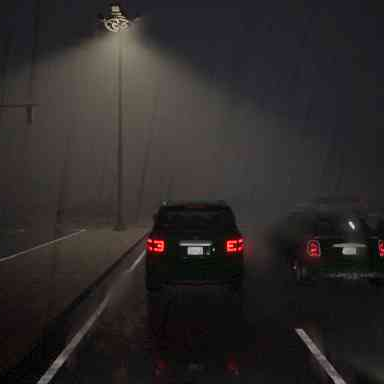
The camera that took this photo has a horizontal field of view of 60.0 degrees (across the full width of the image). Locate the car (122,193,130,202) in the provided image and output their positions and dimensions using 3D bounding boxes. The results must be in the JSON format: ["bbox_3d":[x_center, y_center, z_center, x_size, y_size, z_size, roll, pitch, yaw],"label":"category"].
[{"bbox_3d":[-15.099,1.225,71.887,2.150,2.045,5.566,0,0,0],"label":"car"}]

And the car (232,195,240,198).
[{"bbox_3d":[3.736,1.478,40.408,1.882,1.535,5.008,-1,0,-15],"label":"car"}]

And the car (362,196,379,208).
[{"bbox_3d":[7.066,1.221,8.772,2.150,2.045,5.566,0,0,0],"label":"car"}]

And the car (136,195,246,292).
[{"bbox_3d":[0.067,1.221,9.075,2.150,2.045,5.566,0,0,0],"label":"car"}]

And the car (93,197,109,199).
[{"bbox_3d":[-15.162,1.564,53.238,1.994,1.385,4.181,0,0,0],"label":"car"}]

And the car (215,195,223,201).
[{"bbox_3d":[6.927,1.500,85.832,1.837,1.490,4.892,0,0,1],"label":"car"}]

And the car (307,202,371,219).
[{"bbox_3d":[12.808,1.601,29.162,4.718,1.301,1.895,0,0,1],"label":"car"}]

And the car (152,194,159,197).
[{"bbox_3d":[-8.141,1.547,62.932,2.033,1.411,5.357,0,0,1],"label":"car"}]

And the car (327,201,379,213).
[{"bbox_3d":[17.431,1.601,36.114,4.718,1.301,1.895,0,0,1],"label":"car"}]

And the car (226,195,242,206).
[{"bbox_3d":[6.986,1.352,55.592,2.097,1.767,4.553,0,0,0],"label":"car"}]

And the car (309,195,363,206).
[{"bbox_3d":[10.491,1.224,25.496,5.566,2.045,2.150,0,0,-1],"label":"car"}]

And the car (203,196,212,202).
[{"bbox_3d":[3.406,1.596,74.566,1.895,1.301,4.718,0,0,0],"label":"car"}]

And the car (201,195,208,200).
[{"bbox_3d":[3.623,1.540,95.489,2.033,1.411,5.357,0,0,1],"label":"car"}]

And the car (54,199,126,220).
[{"bbox_3d":[-8.666,1.547,28.124,5.357,1.411,2.033,0,0,-4],"label":"car"}]

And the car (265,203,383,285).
[{"bbox_3d":[3.566,1.352,9.645,2.097,1.767,4.553,0,0,0],"label":"car"}]

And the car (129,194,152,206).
[{"bbox_3d":[-8.166,1.491,53.185,2.128,1.511,4.902,0,0,0],"label":"car"}]

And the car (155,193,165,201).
[{"bbox_3d":[-8.085,1.210,84.225,2.150,2.045,5.566,0,0,0],"label":"car"}]

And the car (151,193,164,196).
[{"bbox_3d":[-8.101,1.225,73.453,2.150,2.045,5.566,0,0,0],"label":"car"}]

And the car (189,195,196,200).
[{"bbox_3d":[0.120,1.595,95.391,1.895,1.301,4.718,0,0,1],"label":"car"}]

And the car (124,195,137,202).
[{"bbox_3d":[-15.104,1.525,81.988,2.128,1.511,4.902,0,0,0],"label":"car"}]

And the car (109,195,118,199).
[{"bbox_3d":[-15.140,1.601,61.991,1.895,1.301,4.718,0,0,0],"label":"car"}]
